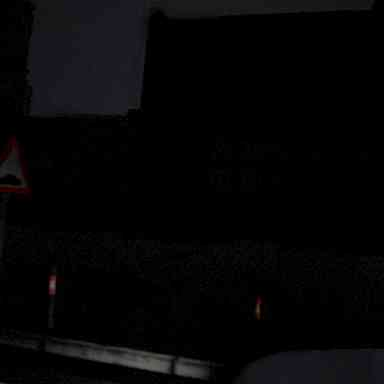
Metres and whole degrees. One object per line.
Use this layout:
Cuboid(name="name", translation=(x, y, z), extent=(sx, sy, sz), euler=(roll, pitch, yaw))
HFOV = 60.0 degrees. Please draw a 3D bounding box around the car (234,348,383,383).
Cuboid(name="car", translation=(2.586, 1.773, 2.289), extent=(4.674, 1.442, 1.812), euler=(2, -3, 13))
